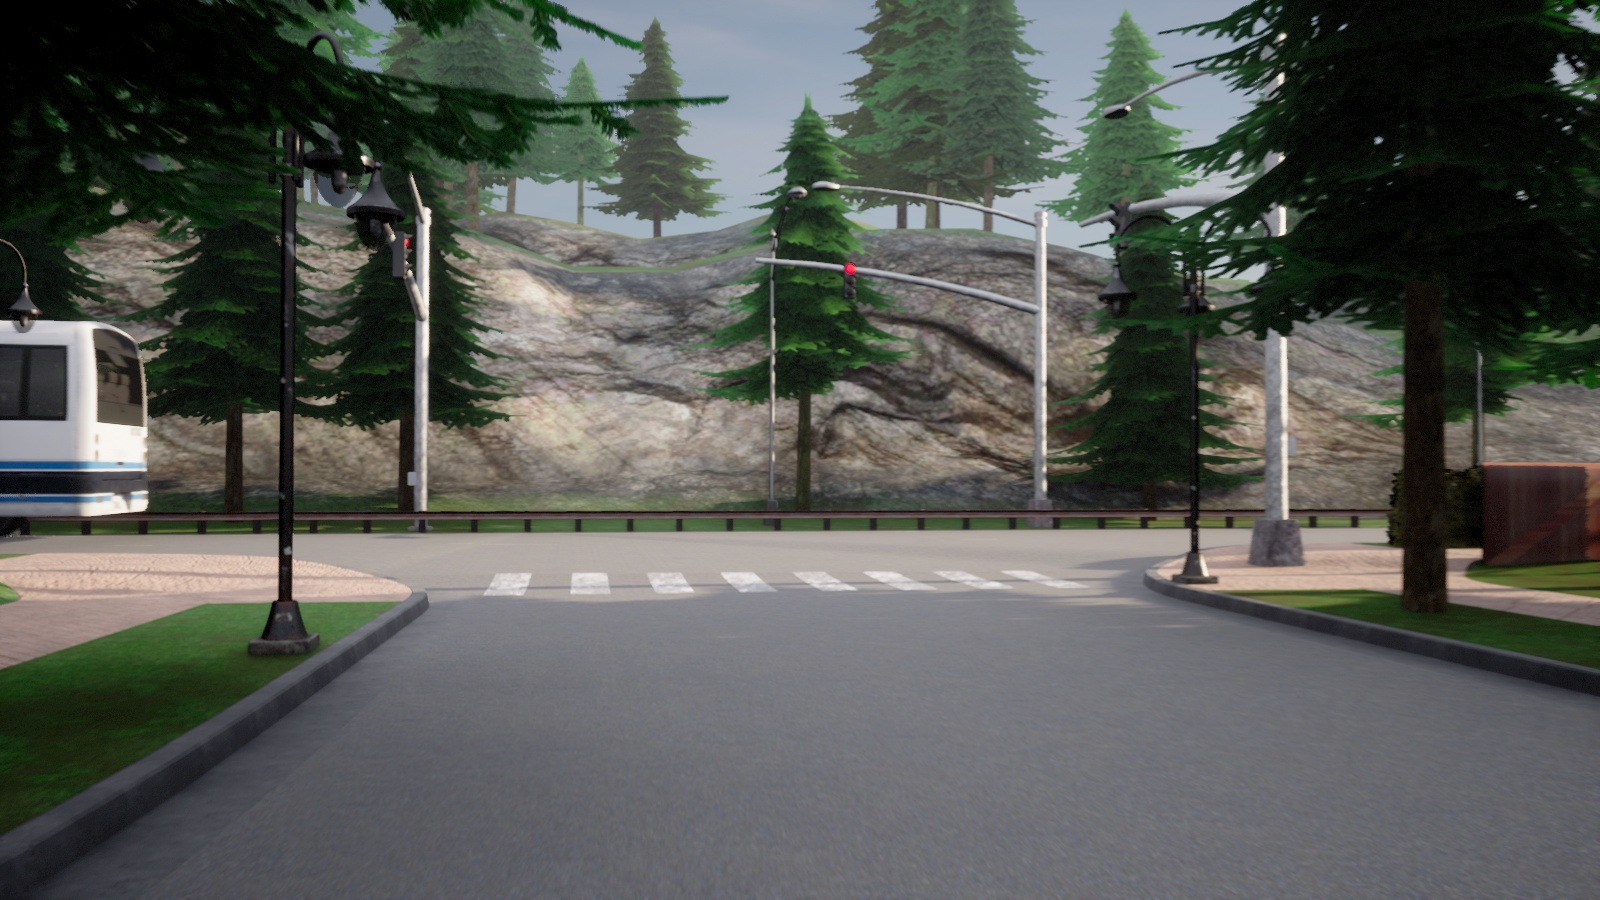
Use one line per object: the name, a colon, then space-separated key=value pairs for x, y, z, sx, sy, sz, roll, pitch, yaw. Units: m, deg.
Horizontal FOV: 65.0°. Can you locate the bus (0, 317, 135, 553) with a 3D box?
bus: x=-18.792 y=-0.228 z=23.743 sx=10.273 sy=4.253 sz=3.944 roll=0 pitch=-1 yaw=-11
